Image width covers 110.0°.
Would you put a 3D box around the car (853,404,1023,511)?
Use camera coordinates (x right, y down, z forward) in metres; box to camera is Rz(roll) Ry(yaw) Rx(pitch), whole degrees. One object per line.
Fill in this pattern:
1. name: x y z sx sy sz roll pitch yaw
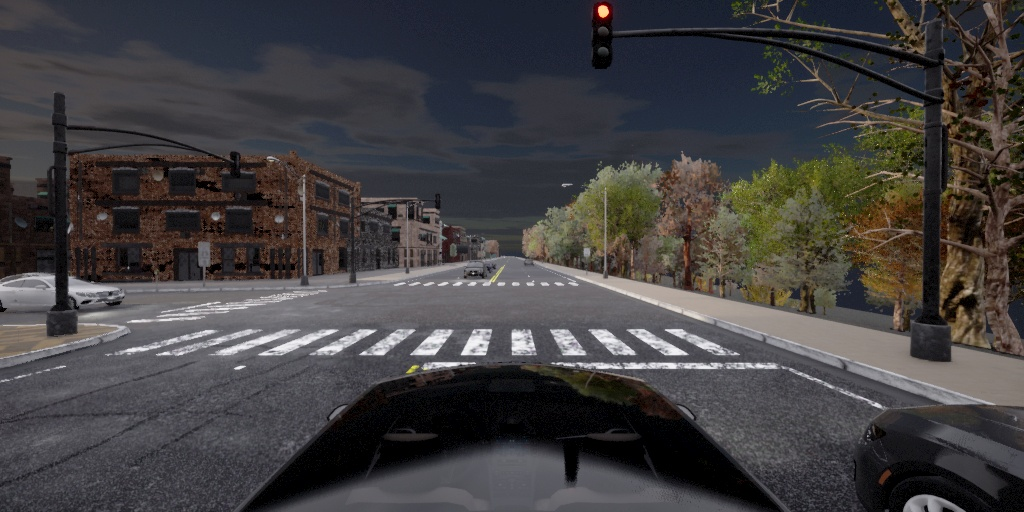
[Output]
1. car: 3.348 1.255 0.518 1.837 1.490 4.892 0 0 0

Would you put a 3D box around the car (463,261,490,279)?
1. car: -3.316 1.251 33.070 1.837 1.490 4.892 0 0 0

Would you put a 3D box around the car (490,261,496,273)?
1. car: -3.325 1.346 42.992 1.895 1.301 4.718 0 0 0

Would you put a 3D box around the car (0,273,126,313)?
1. car: -19.504 1.569 15.305 4.674 1.442 1.812 -1 1 -1
